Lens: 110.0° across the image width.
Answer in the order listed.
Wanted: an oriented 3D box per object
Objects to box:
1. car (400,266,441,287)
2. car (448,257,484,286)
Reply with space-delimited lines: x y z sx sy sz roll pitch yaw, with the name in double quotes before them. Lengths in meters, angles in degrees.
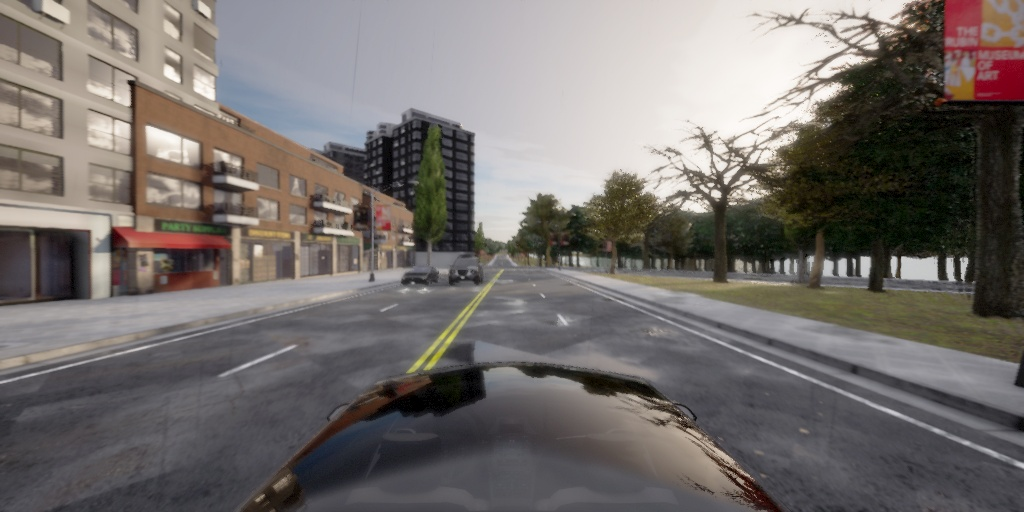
"car" -6.599 1.437 26.551 2.033 1.411 5.357 0 0 0
"car" -3.348 1.113 27.090 2.150 2.045 5.566 0 0 0
